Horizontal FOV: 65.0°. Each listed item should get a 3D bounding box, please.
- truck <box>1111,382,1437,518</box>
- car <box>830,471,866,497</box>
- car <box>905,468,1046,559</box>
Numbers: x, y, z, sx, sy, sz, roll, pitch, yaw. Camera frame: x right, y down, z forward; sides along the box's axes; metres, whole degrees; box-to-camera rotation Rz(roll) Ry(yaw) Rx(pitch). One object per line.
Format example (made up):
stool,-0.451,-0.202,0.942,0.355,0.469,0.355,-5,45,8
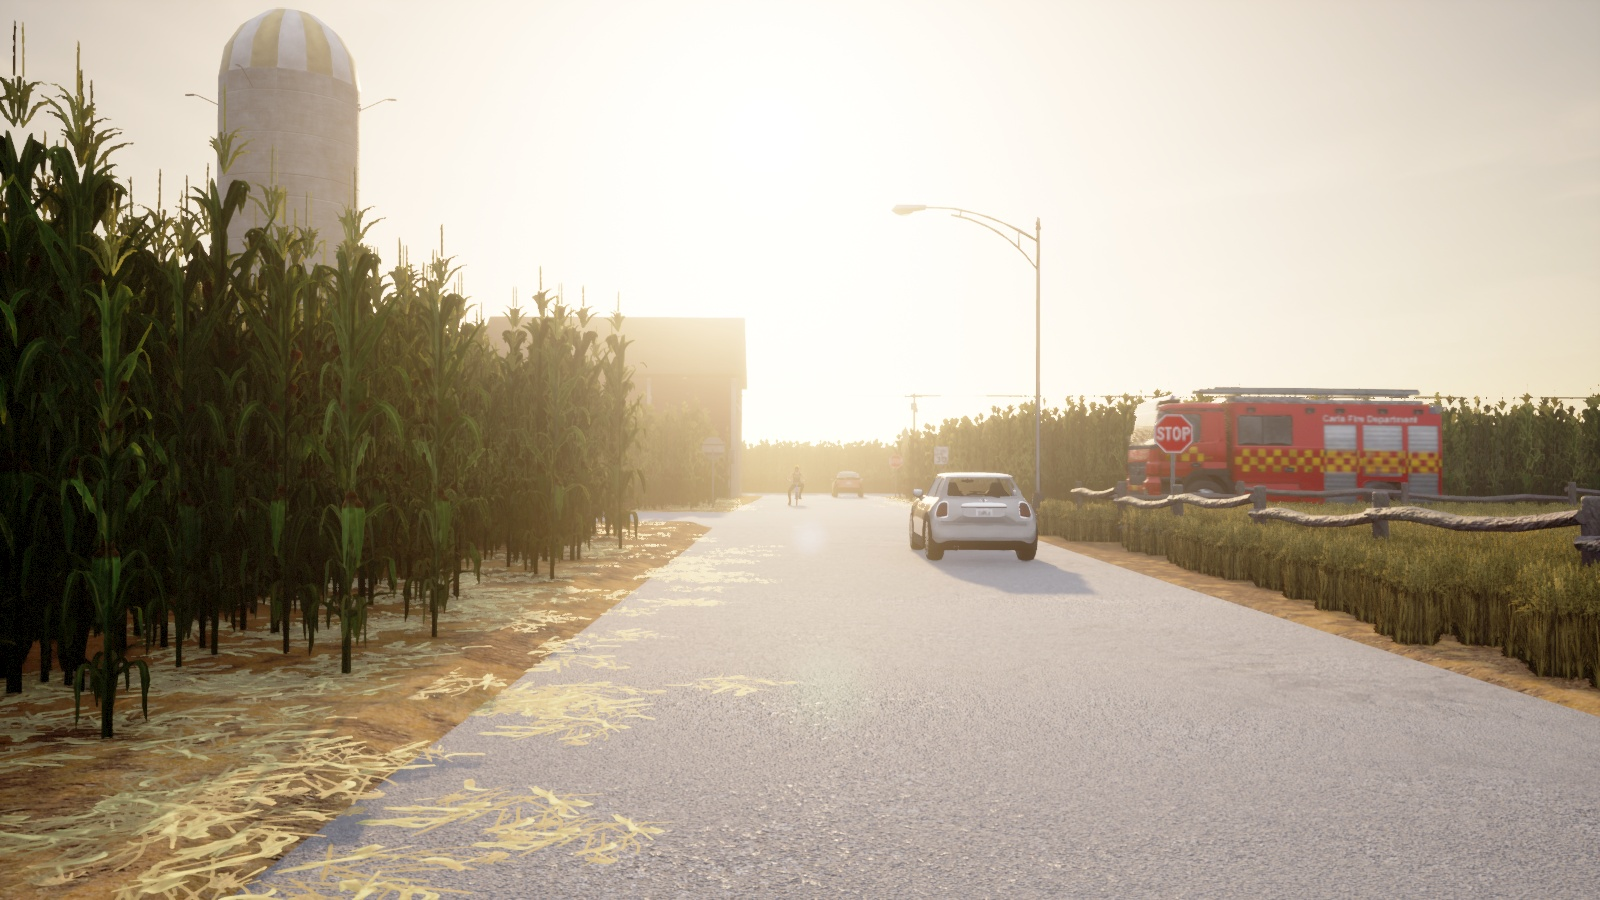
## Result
truck,13.751,0.021,36.942,8.468,3.827,2.891,0,-1,0
car,2.902,2.034,76.675,2.007,1.525,4.514,0,-1,0
car,3.041,1.071,22.544,1.970,1.475,3.806,0,-1,0
